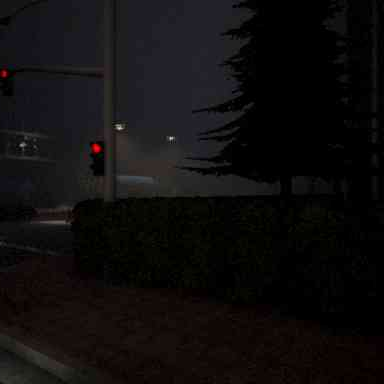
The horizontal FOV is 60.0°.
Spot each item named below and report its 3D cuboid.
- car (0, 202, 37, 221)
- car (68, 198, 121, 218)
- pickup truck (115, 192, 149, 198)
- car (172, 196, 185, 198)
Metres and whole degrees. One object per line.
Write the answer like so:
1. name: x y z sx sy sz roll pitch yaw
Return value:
1. car: -14.147 1.535 25.136 1.812 1.442 4.674 0 0 35
2. car: -7.944 1.512 27.877 1.837 1.490 4.892 0 0 35
3. pickup truck: -10.067 1.073 53.578 6.274 2.098 2.390 0 0 -24
4. car: -2.085 1.362 42.274 2.097 1.767 4.553 0 0 35
